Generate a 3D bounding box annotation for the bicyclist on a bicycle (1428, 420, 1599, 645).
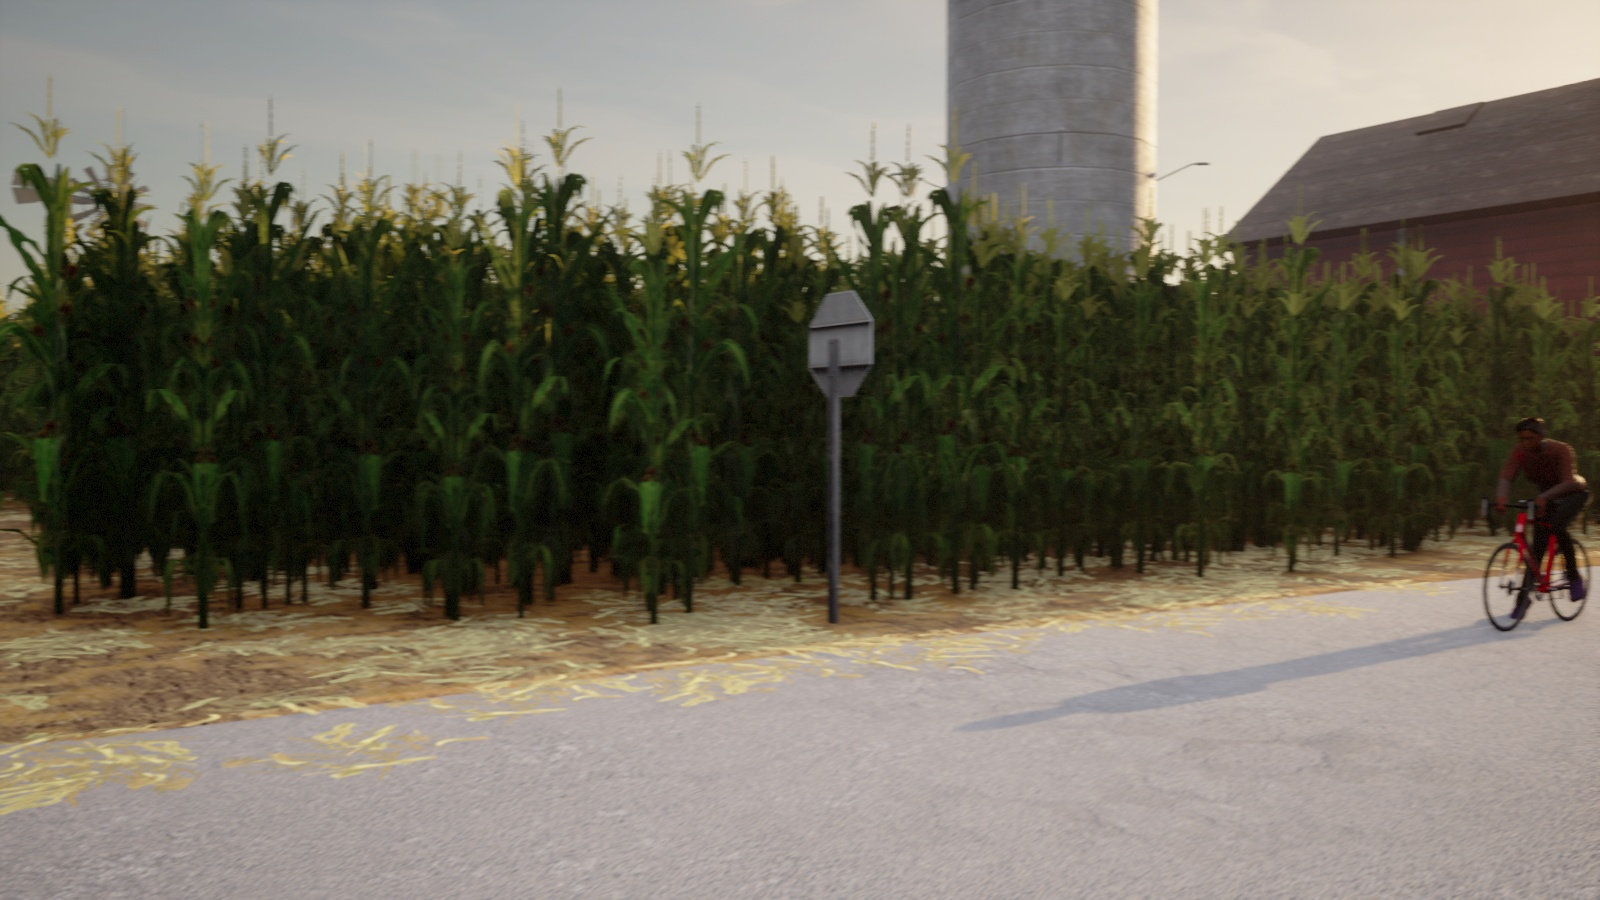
[{"bbox_3d":[5.598,0.585,9.718,1.656,1.620,0.582,0,1,-35],"label":"bicyclist on a bicycle"}]
